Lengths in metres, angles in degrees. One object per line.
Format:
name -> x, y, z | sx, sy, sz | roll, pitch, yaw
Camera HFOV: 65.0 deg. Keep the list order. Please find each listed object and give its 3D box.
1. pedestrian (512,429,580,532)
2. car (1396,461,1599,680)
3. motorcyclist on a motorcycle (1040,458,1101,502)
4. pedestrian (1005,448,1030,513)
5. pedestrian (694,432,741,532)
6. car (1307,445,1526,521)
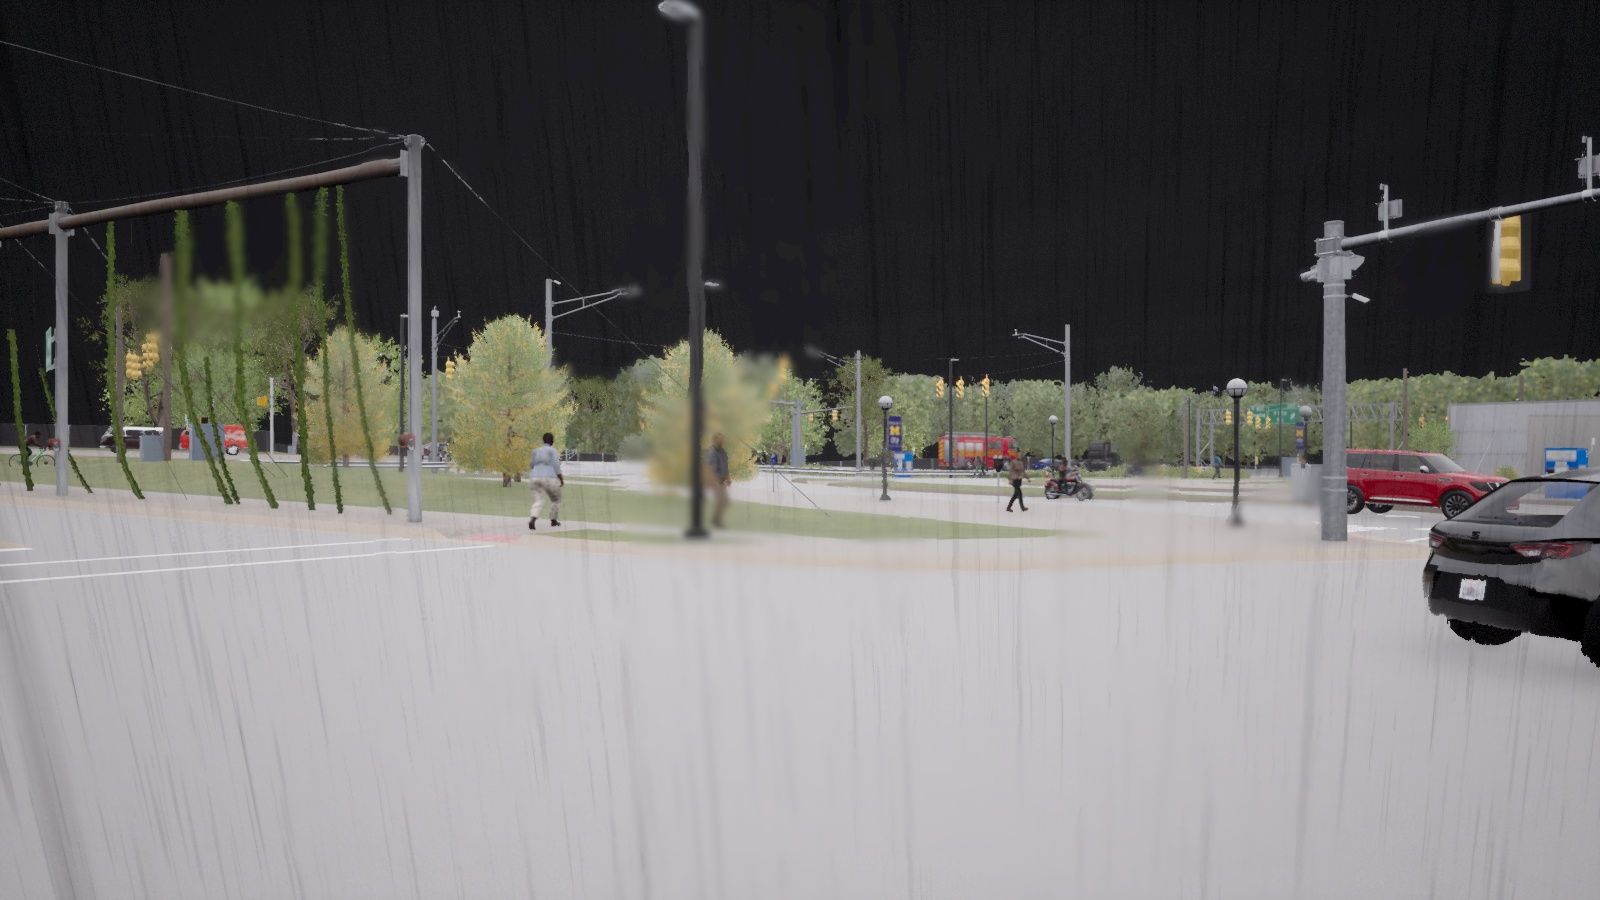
pedestrian -> -4.657, 0.547, 23.076 | 0.874, 1.855, 0.900 | 0, 0, 21
car -> 7.125, 0.819, 9.727 | 4.193, 1.474, 1.816 | -1, -1, -7
motorcyclist on a motorcycle -> 10.488, 1.137, 48.781 | 0.766, 1.649, 2.350 | 0, 0, -38
pedestrian -> 6.317, 0.881, 36.485 | 0.331, 1.846, 0.634 | 0, 0, -34
pedestrian -> -1.549, 0.590, 23.686 | 0.694, 1.848, 0.540 | 0, 0, 32
car -> 18.649, 0.938, 38.240 | 2.150, 2.045, 5.566 | 0, 1, -38
